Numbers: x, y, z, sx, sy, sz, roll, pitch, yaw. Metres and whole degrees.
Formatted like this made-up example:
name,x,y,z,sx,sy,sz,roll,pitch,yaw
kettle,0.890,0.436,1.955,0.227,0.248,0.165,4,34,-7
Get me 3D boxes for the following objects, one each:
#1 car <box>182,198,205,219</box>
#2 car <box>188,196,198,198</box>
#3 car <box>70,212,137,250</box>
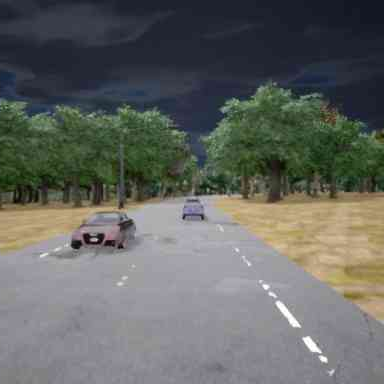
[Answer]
name,x,y,z,sx,sy,sz,roll,pitch,yaw
car,0.111,1.474,28.129,2.033,1.411,5.357,0,0,0
car,0.128,1.324,45.788,2.128,1.511,4.902,0,0,0
car,-3.595,1.547,14.161,1.994,1.385,4.181,0,0,0
